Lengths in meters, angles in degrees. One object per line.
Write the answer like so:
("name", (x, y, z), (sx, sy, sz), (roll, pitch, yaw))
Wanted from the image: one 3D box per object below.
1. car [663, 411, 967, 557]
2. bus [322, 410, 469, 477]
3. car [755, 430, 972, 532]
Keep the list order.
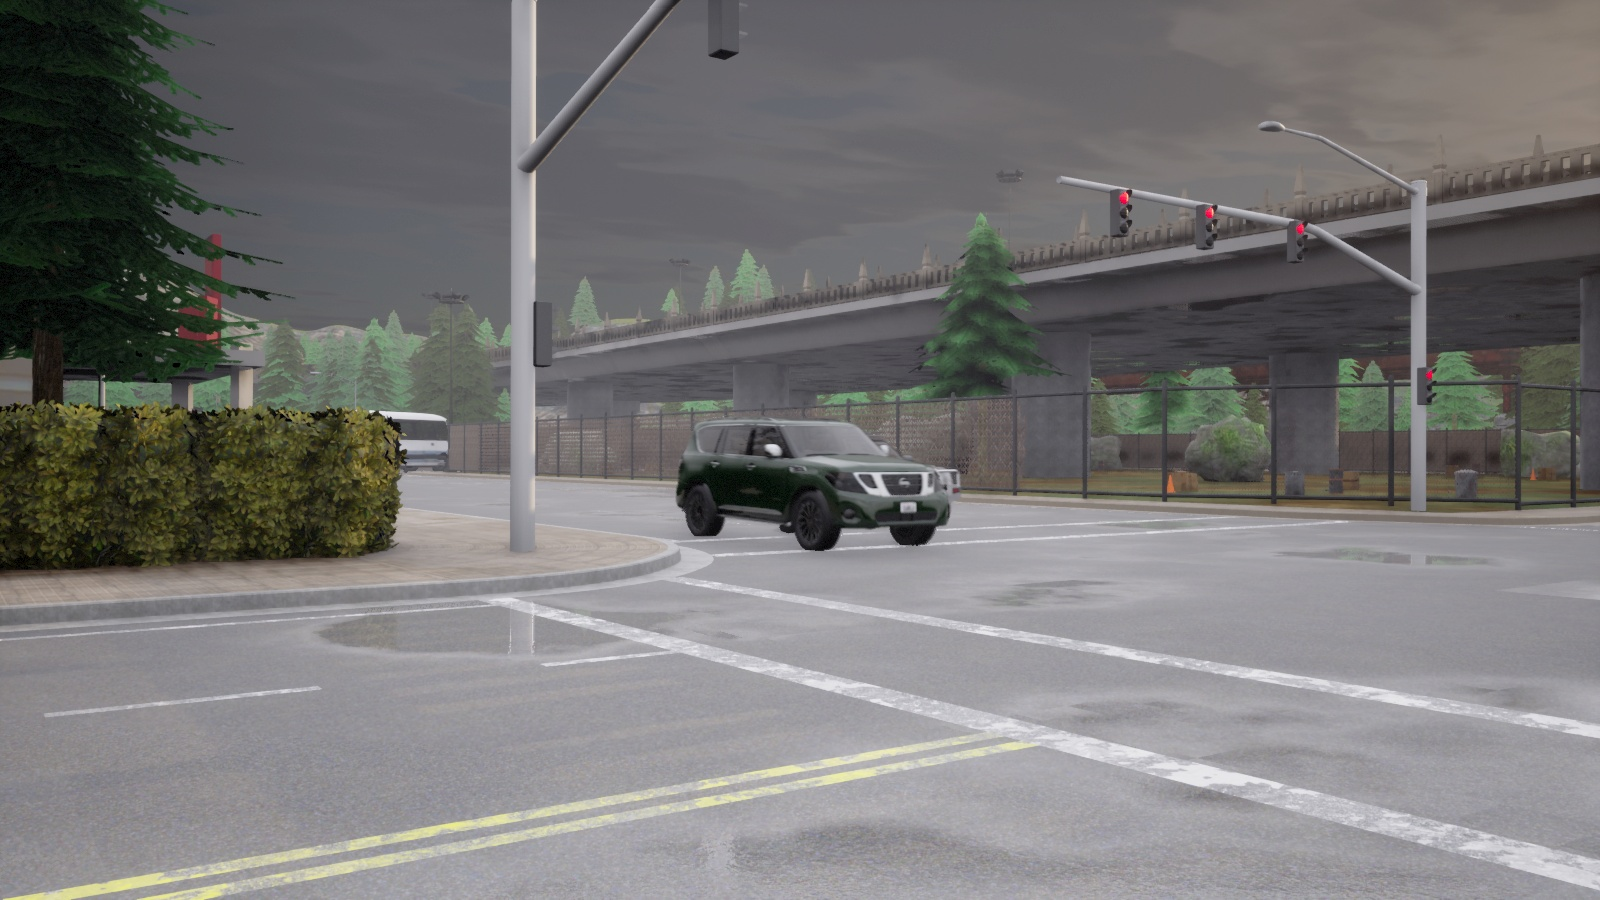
("car", (0.040, 0.469, 20.593), (2.150, 2.045, 5.566), (0, 0, -35))
("bus", (-27.554, -0.366, 86.241), (3.944, 4.253, 10.273), (-1, -1, 21))
("car", (1.159, 0.565, 25.125), (1.932, 1.855, 4.605), (0, 0, -35))
